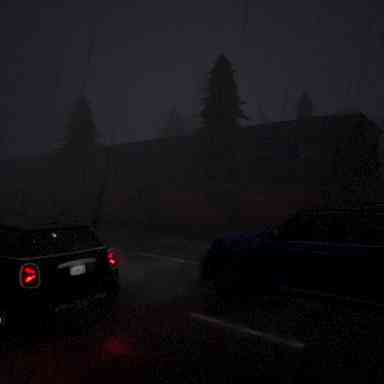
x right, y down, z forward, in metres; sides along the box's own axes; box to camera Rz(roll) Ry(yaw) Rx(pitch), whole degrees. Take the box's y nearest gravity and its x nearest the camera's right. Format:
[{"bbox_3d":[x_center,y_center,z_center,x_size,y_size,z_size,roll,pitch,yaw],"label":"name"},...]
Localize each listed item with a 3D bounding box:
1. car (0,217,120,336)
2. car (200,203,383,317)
[{"bbox_3d":[-3.625,1.334,6.928,4.553,1.767,2.097,0,0,37],"label":"car"},{"bbox_3d":[2.823,1.236,6.365,5.566,2.045,2.150,0,0,36],"label":"car"}]
